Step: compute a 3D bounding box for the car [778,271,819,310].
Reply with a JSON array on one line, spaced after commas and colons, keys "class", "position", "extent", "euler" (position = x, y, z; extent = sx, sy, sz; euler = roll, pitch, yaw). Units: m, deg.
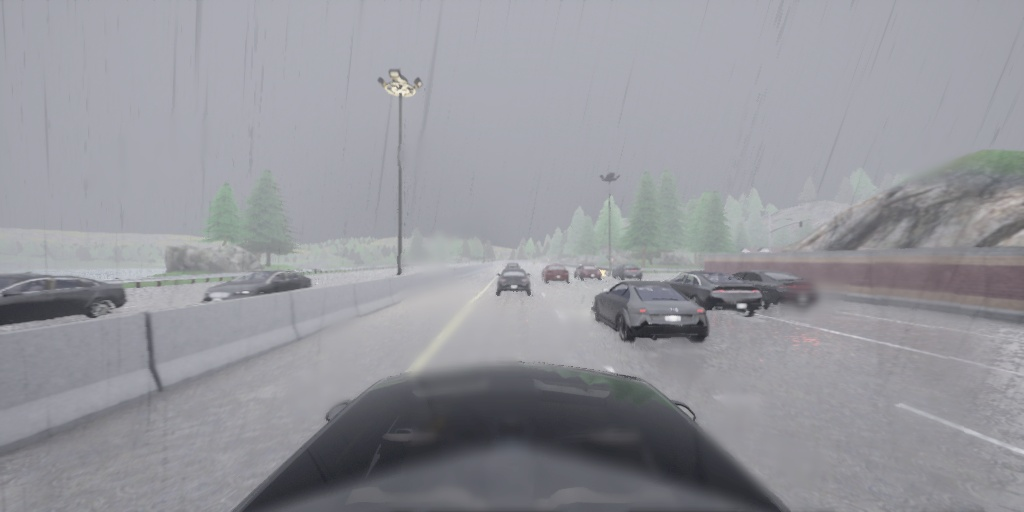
[{"class": "car", "position": [10.600, 1.369, 15.491], "extent": [1.837, 1.490, 4.892], "euler": [0, -1, 0]}]

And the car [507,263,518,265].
[{"class": "car", "position": [0.102, 1.621, 44.797], "extent": [1.837, 1.490, 4.892], "euler": [0, 0, 0]}]

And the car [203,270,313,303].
[{"class": "car", "position": [-10.548, 1.358, 15.336], "extent": [2.128, 1.511, 4.902], "euler": [0, -1, 1]}]

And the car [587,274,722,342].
[{"class": "car", "position": [3.600, 1.385, 10.019], "extent": [1.994, 1.385, 4.181], "euler": [0, 0, 0]}]

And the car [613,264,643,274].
[{"class": "car", "position": [10.697, 1.509, 33.379], "extent": [2.128, 1.511, 4.902], "euler": [0, -1, 3]}]

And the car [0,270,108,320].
[{"class": "car", "position": [-17.568, 1.318, 12.223], "extent": [1.882, 1.535, 5.008], "euler": [0, -1, 0]}]

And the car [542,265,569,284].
[{"class": "car", "position": [3.602, 1.470, 30.348], "extent": [1.882, 1.535, 5.008], "euler": [0, 0, 0]}]

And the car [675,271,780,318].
[{"class": "car", "position": [7.100, 1.342, 13.498], "extent": [2.128, 1.511, 4.902], "euler": [0, 0, 0]}]

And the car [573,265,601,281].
[{"class": "car", "position": [7.102, 1.547, 33.841], "extent": [1.812, 1.442, 4.674], "euler": [0, 0, 0]}]

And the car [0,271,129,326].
[{"class": "car", "position": [-14.078, 1.314, 10.181], "extent": [2.128, 1.511, 4.902], "euler": [0, 0, 0]}]

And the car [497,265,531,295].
[{"class": "car", "position": [0.102, 1.439, 20.961], "extent": [1.812, 1.442, 4.674], "euler": [0, 0, 0]}]
